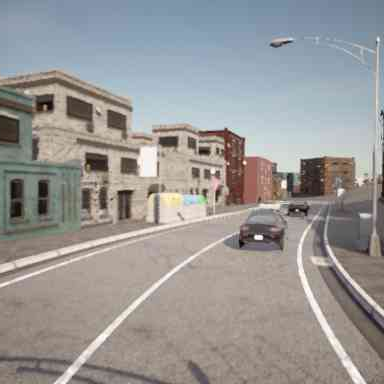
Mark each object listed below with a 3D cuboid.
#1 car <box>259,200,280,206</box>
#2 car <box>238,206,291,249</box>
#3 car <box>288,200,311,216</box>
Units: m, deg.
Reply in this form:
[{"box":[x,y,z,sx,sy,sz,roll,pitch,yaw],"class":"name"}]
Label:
[{"box":[9.133,1.672,39.119,1.895,1.301,4.718,1,0,23],"class":"car"},{"box":[3.251,1.560,14.781,1.812,1.442,4.674,1,0,18],"class":"car"},{"box":[10.935,1.592,33.864,1.882,1.535,5.008,1,0,23],"class":"car"}]
